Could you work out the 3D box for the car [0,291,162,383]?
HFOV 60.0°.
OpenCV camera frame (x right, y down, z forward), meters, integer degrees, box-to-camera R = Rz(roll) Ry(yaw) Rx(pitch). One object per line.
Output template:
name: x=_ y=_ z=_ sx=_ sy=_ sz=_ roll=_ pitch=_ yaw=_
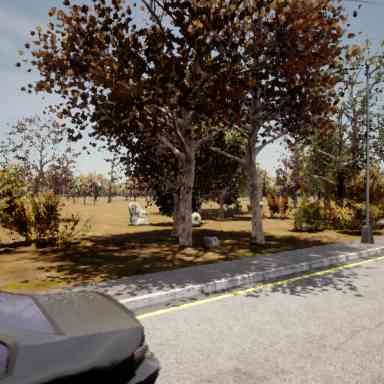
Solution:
car: x=-2.873 y=1.547 z=2.355 sx=5.357 sy=1.411 sz=2.033 roll=0 pitch=0 yaw=-36
